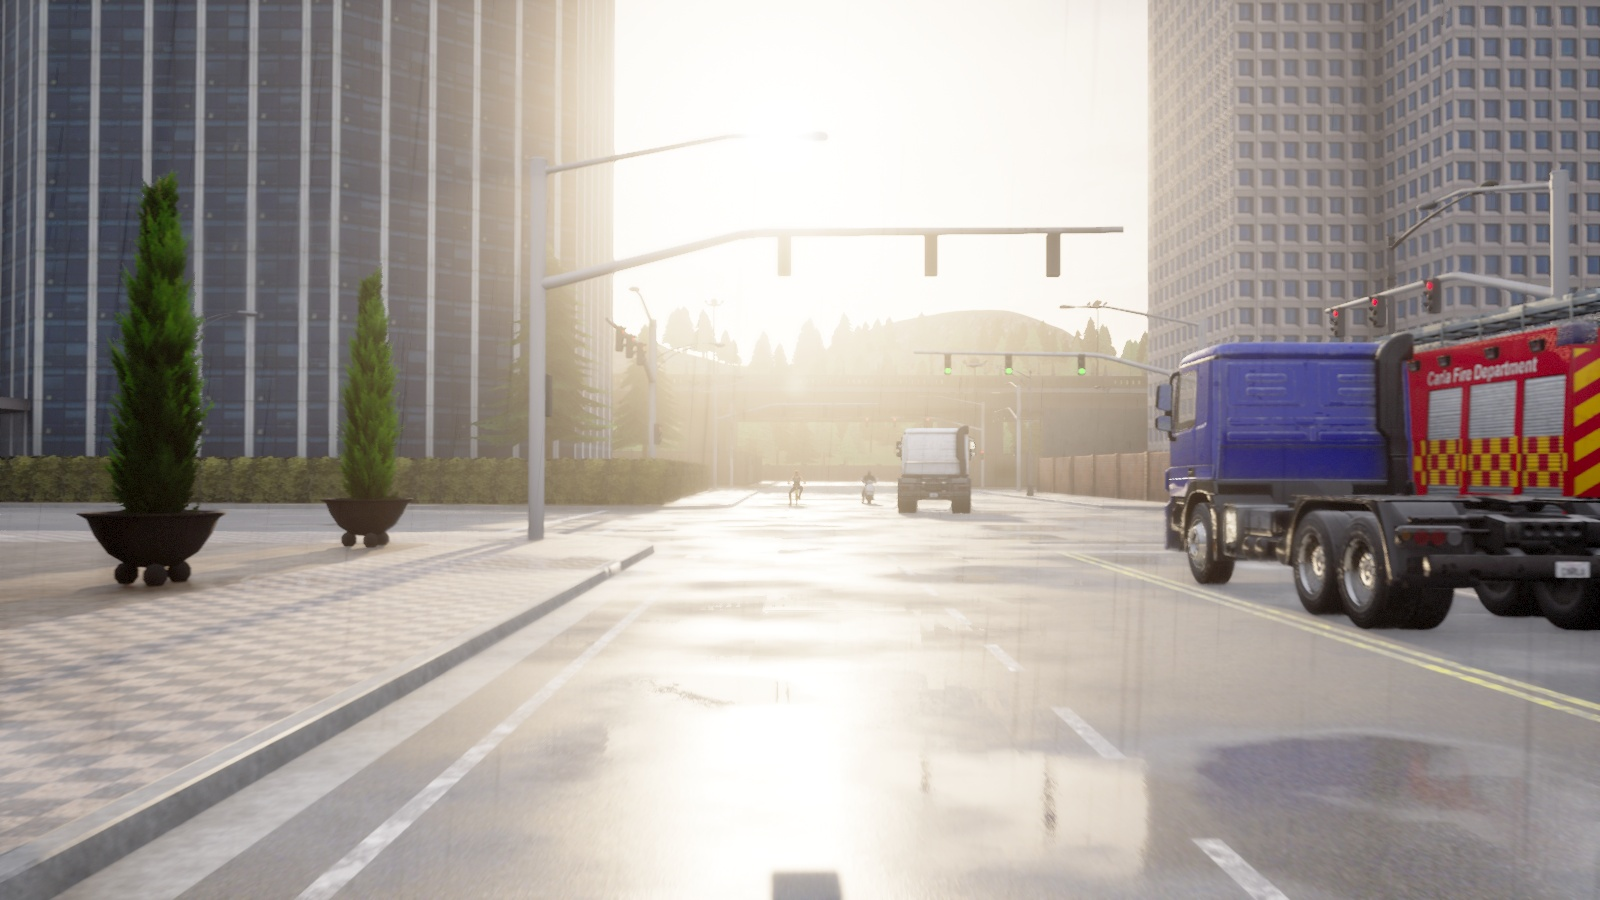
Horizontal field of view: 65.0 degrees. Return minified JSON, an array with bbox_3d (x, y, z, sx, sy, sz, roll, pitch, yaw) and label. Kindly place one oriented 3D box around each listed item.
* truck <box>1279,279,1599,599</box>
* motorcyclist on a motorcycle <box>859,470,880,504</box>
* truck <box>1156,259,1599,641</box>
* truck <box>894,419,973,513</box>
[{"bbox_3d":[10.444,-0.069,19.263,2.891,3.827,8.468,0,-1,0],"label":"truck"},{"bbox_3d":[3.352,1.770,60.679,0.866,1.590,1.817,0,-1,0],"label":"motorcyclist on a motorcycle"},{"bbox_3d":[6.959,0.062,15.370,2.891,3.462,7.936,0,-1,0],"label":"truck"},{"bbox_3d":[5.411,0.655,50.425,2.891,3.462,7.936,0,-1,7],"label":"truck"}]
